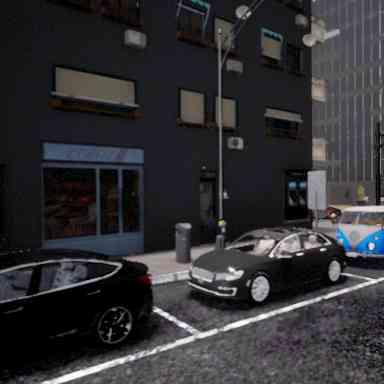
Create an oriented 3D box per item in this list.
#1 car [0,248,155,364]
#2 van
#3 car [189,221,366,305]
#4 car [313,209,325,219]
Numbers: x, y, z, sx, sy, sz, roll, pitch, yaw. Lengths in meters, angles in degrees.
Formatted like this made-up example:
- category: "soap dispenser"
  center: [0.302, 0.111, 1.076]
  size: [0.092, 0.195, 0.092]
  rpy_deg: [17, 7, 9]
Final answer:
- category: "car"
  center: [-2.604, 1.566, 4.716]
  size: [4.313, 1.339, 1.947]
  rpy_deg: [0, -1, -35]
- category: "van"
  center: [6.516, 1.350, 11.224]
  size: [3.998, 1.788, 1.690]
  rpy_deg: [0, -1, -35]
- category: "car"
  center: [1.957, 1.555, 7.969]
  size: [4.403, 1.369, 2.008]
  rpy_deg: [0, -1, -35]
- category: "car"
  center: [10.775, 1.528, 28.852]
  size: [1.994, 1.385, 4.181]
  rpy_deg: [-1, 1, -35]
